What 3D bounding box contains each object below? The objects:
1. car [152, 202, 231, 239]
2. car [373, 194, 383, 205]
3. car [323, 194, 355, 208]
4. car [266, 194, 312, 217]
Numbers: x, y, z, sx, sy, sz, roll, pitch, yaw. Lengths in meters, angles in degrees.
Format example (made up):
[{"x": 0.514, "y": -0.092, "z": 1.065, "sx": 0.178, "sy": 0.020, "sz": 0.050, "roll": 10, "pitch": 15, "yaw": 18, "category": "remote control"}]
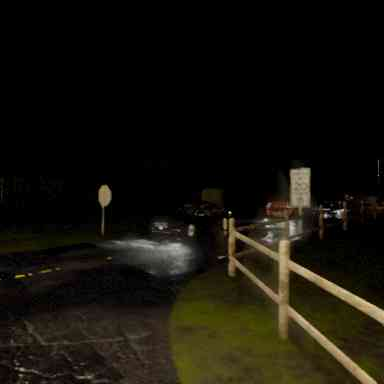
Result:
[{"x": 0.131, "y": 1.266, "z": 16.251, "sx": 1.837, "sy": 1.490, "sz": 4.892, "roll": 0, "pitch": 1, "yaw": 37, "category": "car"}, {"x": 22.991, "y": 0.848, "z": 39.379, "sx": 1.895, "sy": 1.301, "sz": 4.718, "roll": 0, "pitch": 1, "yaw": 40, "category": "car"}, {"x": 15.653, "y": 0.914, "z": 35.184, "sx": 2.033, "sy": 1.411, "sz": 5.357, "roll": 0, "pitch": 1, "yaw": 40, "category": "car"}, {"x": 7.391, "y": 0.927, "z": 25.173, "sx": 2.097, "sy": 1.767, "sz": 4.553, "roll": 0, "pitch": 1, "yaw": 39, "category": "car"}]
